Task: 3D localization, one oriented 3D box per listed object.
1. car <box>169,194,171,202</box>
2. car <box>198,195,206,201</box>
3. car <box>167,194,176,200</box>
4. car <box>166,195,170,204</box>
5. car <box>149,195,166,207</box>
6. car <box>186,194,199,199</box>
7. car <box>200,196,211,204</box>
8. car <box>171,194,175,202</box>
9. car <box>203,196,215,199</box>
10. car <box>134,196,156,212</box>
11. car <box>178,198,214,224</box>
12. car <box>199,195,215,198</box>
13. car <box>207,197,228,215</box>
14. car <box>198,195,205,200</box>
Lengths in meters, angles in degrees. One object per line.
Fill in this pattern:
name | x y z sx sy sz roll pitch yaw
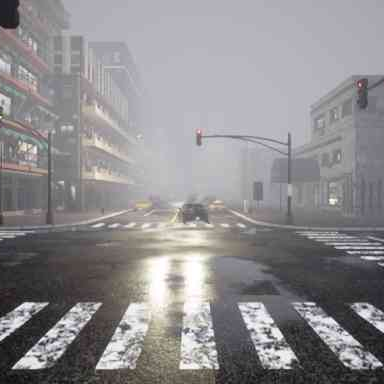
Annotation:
car | -5.711 1.583 66.855 1.752 1.417 4.829 0 0 0
car | 2.661 1.627 89.356 1.752 1.417 4.829 0 0 0
car | -5.721 1.429 94.722 2.192 1.841 5.009 0 0 0
car | -5.710 1.600 61.486 2.008 1.369 4.403 0 0 0
car | -5.705 1.348 50.408 2.192 1.841 5.009 0 0 0
car | 0.081 1.567 56.544 1.812 1.442 4.674 0 0 0
car | 2.669 1.609 67.029 2.008 1.369 4.403 0 0 0
car | -5.716 1.623 78.104 1.887 1.381 4.507 0 0 0
car | 2.677 1.609 44.872 1.802 1.307 4.206 0 0 0
car | -5.702 1.547 39.159 1.752 1.417 4.829 0 0 0
car | 0.102 1.517 24.745 1.837 1.490 4.892 -2 0 -7
car | 2.676 1.349 50.411 2.192 1.841 5.009 0 0 0
car | 2.681 1.542 33.964 1.752 1.417 4.829 0 0 0
car | 2.659 1.665 94.725 2.008 1.369 4.403 0 0 0
